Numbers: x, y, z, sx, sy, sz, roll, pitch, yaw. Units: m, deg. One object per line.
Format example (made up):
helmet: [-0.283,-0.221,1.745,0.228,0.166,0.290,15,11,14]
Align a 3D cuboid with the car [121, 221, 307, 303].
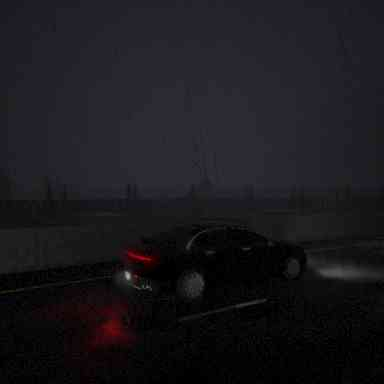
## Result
car: [0.729,1.484,8.153,4.892,1.490,1.837,0,0,-32]
